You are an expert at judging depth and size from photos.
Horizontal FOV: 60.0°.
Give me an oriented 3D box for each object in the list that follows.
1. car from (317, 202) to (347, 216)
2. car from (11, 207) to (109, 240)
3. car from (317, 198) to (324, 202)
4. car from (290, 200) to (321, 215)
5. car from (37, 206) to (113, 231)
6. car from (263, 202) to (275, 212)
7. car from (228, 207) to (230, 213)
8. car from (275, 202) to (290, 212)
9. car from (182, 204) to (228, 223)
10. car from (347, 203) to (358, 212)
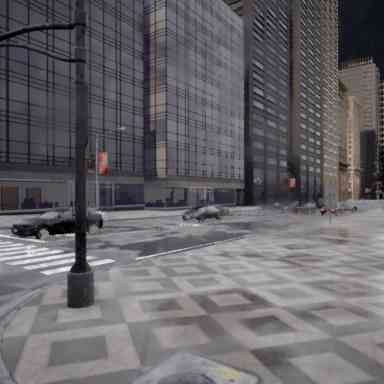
[{"bbox_3d":[17.464,2.193,41.330,1.895,1.301,4.718,0,-1,36],"label":"car"},{"bbox_3d":[-7.233,1.650,18.345,1.882,1.535,5.008,0,-1,34],"label":"car"},{"bbox_3d":[20.709,1.962,51.474,2.150,2.045,5.566,0,-1,36],"label":"car"},{"bbox_3d":[14.807,2.108,43.204,1.837,1.490,4.892,0,-1,36],"label":"car"},{"bbox_3d":[-7.947,1.756,23.013,1.812,1.442,4.674,0,-1,37],"label":"car"},{"bbox_3d":[12.493,2.227,51.190,1.812,1.442,4.674,0,-1,36],"label":"car"},{"bbox_3d":[2.233,2.011,37.122,2.033,1.411,5.357,0,-1,36],"label":"car"},{"bbox_3d":[14.434,2.162,48.346,2.128,1.511,4.902,0,-1,36],"label":"car"},{"bbox_3d":[1.023,1.889,29.888,1.812,1.442,4.674,0,-1,36],"label":"car"},{"bbox_3d":[23.327,2.275,49.546,2.033,1.411,5.357,0,-1,36],"label":"car"}]
